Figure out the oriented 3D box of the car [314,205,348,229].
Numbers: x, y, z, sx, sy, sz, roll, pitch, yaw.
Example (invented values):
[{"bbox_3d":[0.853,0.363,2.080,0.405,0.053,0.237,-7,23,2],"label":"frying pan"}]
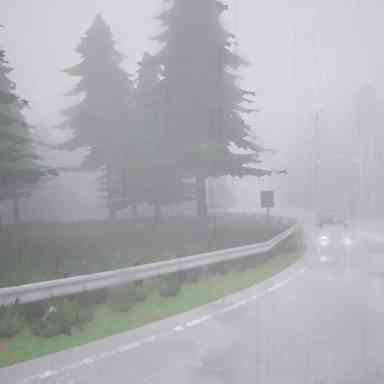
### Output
[{"bbox_3d":[10.069,1.709,24.269,1.837,1.490,4.892,-3,-2,16],"label":"car"}]
